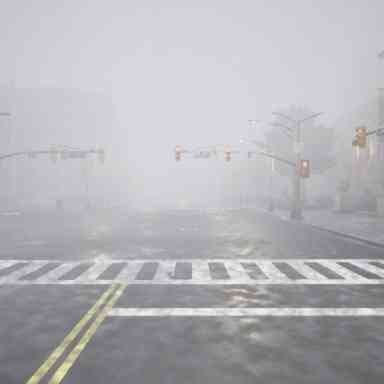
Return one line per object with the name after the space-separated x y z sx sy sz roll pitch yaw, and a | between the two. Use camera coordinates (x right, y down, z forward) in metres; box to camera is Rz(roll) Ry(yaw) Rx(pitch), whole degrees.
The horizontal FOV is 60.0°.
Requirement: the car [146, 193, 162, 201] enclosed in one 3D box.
-10.195 1.536 84.215 2.033 1.411 5.357 0 0 -25 | car

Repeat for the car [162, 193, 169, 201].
-7.814 1.217 87.299 2.150 2.045 5.566 0 0 -25 | car
